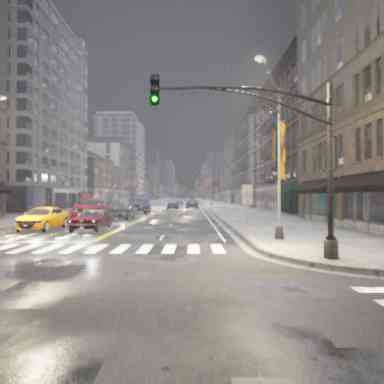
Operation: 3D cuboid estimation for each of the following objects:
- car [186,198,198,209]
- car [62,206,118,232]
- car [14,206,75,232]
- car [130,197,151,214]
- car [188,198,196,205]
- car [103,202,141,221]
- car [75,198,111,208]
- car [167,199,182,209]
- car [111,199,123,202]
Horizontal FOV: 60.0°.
[{"bbox_3d":[0.064,2.024,58.788,2.097,1.767,4.553,0,-1,0],"label":"car"},{"bbox_3d":[-6.589,1.860,22.057,1.895,1.301,4.718,0,-1,0],"label":"car"},{"bbox_3d":[-9.841,1.739,22.165,1.882,1.535,5.008,0,-1,0],"label":"car"},{"bbox_3d":[-6.497,1.709,42.181,2.150,2.045,5.566,0,-1,0],"label":"car"},{"bbox_3d":[0.005,2.278,81.175,2.097,1.767,4.553,0,-1,0],"label":"car"},{"bbox_3d":[-6.555,1.917,31.702,2.033,1.411,5.357,0,-1,0],"label":"car"},{"bbox_3d":[-9.807,1.596,32.104,2.150,2.045,5.566,0,-1,0],"label":"car"},{"bbox_3d":[-3.147,2.173,56.476,1.812,1.442,4.674,0,-1,0],"label":"car"},{"bbox_3d":[-9.747,1.839,42.092,2.097,1.767,4.553,0,-1,0],"label":"car"}]
